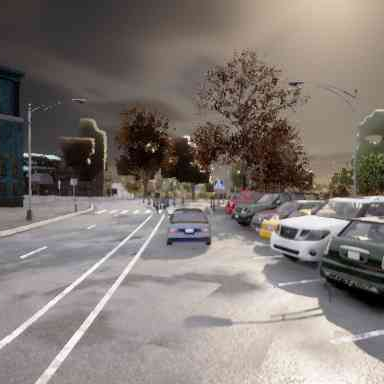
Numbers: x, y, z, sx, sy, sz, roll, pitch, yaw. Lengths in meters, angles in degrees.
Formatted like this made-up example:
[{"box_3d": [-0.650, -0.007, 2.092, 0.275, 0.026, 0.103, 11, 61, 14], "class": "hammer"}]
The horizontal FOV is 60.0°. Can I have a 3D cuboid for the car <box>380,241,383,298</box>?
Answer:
[{"box_3d": [5.339, 1.501, 4.553, 4.792, 1.488, 2.163, 1, 0, -21], "class": "car"}]

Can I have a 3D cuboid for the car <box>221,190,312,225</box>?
[{"box_3d": [5.013, 0.952, 22.385, 5.566, 2.045, 2.435, 0, 1, -22], "class": "car"}]

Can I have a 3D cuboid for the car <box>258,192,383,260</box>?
[{"box_3d": [5.230, 1.166, 10.470, 5.566, 2.045, 2.435, 1, 1, -21], "class": "car"}]

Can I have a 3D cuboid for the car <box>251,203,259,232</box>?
[{"box_3d": [5.374, 1.372, 13.540, 5.366, 1.575, 1.946, 0, 1, -21], "class": "car"}]

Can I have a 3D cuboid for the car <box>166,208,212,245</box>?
[{"box_3d": [-0.155, 1.423, 14.751, 2.033, 1.411, 5.357, 0, 1, -1], "class": "car"}]

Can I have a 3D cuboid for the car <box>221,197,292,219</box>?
[{"box_3d": [4.885, 1.144, 25.347, 4.892, 1.521, 2.231, 0, 1, -22], "class": "car"}]

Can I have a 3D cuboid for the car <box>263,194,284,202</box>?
[{"box_3d": [19.559, 1.404, 80.190, 2.150, 2.045, 5.566, 0, 0, -19], "class": "car"}]

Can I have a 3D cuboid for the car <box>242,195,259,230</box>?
[{"box_3d": [5.172, 1.196, 16.443, 4.553, 1.767, 2.185, 0, 1, -22], "class": "car"}]

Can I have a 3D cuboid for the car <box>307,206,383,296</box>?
[{"box_3d": [5.262, 1.323, 7.501, 4.553, 1.767, 2.185, 1, 0, -21], "class": "car"}]

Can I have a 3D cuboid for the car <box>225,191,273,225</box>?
[{"box_3d": [5.047, 1.011, 19.383, 5.566, 2.045, 2.435, 0, 1, -22], "class": "car"}]

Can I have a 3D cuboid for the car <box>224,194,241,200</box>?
[{"box_3d": [11.416, 1.416, 93.925, 4.553, 1.767, 2.097, 1, 1, 39], "class": "car"}]
